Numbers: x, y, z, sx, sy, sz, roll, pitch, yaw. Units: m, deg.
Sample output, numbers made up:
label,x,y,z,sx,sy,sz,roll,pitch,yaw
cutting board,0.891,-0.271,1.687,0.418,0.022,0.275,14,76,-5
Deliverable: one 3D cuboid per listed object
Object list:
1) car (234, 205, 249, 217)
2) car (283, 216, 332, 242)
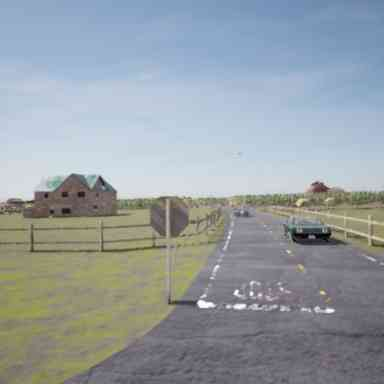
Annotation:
label,x,y,z,sx,sy,sz,roll,pitch,yaw
car,6.924,2.619,46.572,2.128,1.511,4.902,-1,-2,6
car,6.275,2.000,18.696,1.895,1.301,4.718,-1,-2,8
